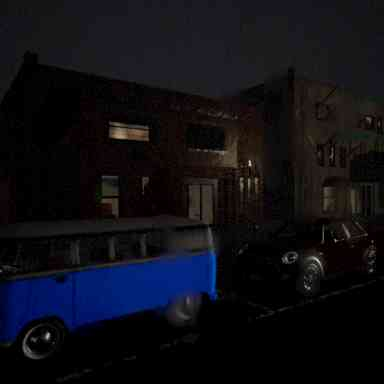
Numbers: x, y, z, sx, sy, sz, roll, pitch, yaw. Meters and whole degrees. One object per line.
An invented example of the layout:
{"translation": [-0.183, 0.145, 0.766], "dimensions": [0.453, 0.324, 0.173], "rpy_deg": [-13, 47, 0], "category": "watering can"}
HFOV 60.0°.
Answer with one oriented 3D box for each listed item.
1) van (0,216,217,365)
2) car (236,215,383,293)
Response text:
{"translation": [-1.452, 1.341, 5.534], "dimensions": [3.998, 1.788, 1.690], "rpy_deg": [0, -1, -36], "category": "van"}
{"translation": [3.059, 1.439, 8.764], "dimensions": [4.097, 1.590, 1.967], "rpy_deg": [0, -1, -36], "category": "car"}
